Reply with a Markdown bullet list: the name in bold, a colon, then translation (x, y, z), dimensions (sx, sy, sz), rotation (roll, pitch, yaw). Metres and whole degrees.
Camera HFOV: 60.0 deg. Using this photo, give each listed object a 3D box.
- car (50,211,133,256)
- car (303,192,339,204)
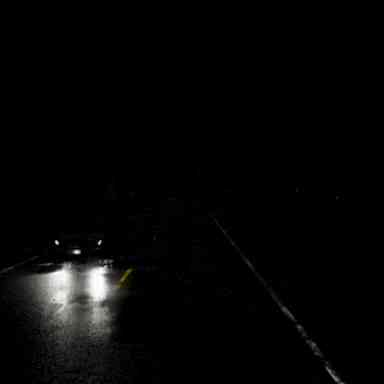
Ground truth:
- **car**: translation (-3.600, 1.488, 13.059), dimensions (2.033, 1.411, 5.357), rotation (0, 0, 0)
- **car**: translation (18.300, 0.799, 47.232), dimensions (4.553, 1.767, 2.097), rotation (-1, 0, 0)
